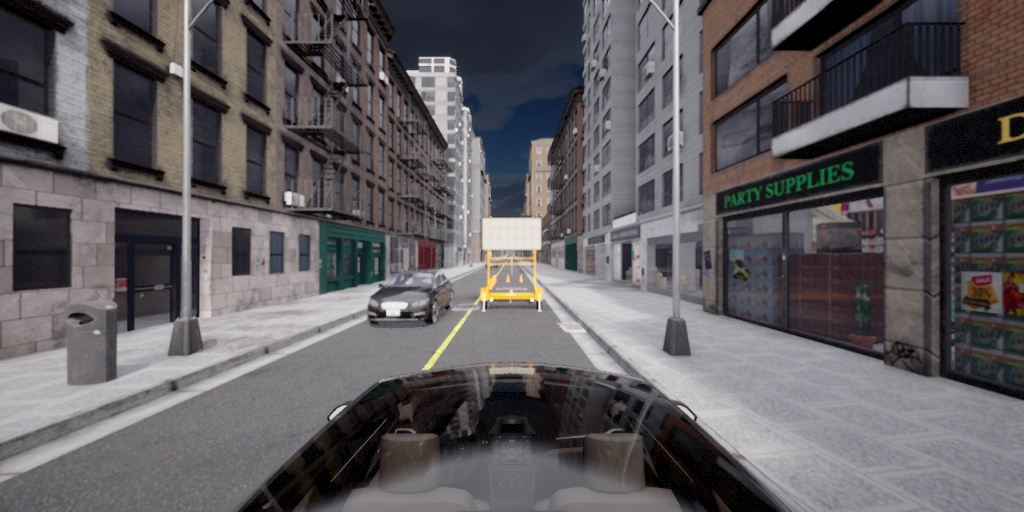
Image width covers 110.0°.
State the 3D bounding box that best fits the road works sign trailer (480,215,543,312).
[{"bbox_3d":[-0.007,0.196,14.206,2.380,3.560,2.880,0,0,0],"label":"road works sign trailer"}]

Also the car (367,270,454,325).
[{"bbox_3d":[-3.111,1.227,11.841,2.128,1.511,4.902,0,0,0],"label":"car"}]

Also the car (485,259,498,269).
[{"bbox_3d":[-3.134,1.176,55.707,1.812,1.442,4.674,0,0,0],"label":"car"}]
